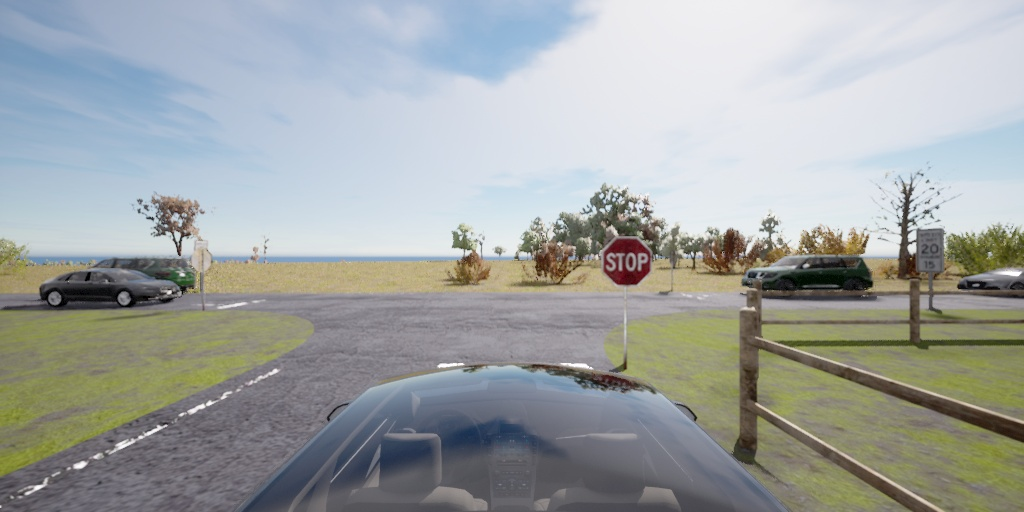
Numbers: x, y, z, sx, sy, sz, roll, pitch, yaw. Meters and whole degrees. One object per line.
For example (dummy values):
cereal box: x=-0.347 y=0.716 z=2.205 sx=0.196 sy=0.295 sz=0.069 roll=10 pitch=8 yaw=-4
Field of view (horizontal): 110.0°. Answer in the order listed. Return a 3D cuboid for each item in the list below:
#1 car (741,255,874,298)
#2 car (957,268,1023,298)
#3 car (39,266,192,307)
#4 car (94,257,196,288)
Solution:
car: x=14.797 y=0.976 z=18.116 sx=5.566 sy=2.045 sz=2.150 roll=0 pitch=0 yaw=0
car: x=25.343 y=1.295 z=18.035 sx=4.181 sy=1.385 sz=1.994 roll=0 pitch=0 yaw=0
car: x=-17.112 y=1.335 z=15.397 sx=4.892 sy=1.490 sz=1.837 roll=0 pitch=0 yaw=1
car: x=-19.629 y=1.065 z=18.435 sx=5.566 sy=2.045 sz=2.150 roll=0 pitch=0 yaw=0
